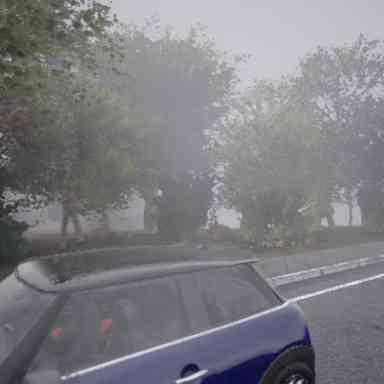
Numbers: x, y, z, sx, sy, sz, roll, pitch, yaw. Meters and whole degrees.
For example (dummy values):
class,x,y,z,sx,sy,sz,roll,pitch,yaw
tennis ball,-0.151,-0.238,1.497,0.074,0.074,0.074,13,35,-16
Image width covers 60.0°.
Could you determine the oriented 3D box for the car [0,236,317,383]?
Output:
class,x,y,z,sx,sy,sz,roll,pitch,yaw
car,-1.014,1.358,2.838,4.553,1.767,2.097,1,0,-35
